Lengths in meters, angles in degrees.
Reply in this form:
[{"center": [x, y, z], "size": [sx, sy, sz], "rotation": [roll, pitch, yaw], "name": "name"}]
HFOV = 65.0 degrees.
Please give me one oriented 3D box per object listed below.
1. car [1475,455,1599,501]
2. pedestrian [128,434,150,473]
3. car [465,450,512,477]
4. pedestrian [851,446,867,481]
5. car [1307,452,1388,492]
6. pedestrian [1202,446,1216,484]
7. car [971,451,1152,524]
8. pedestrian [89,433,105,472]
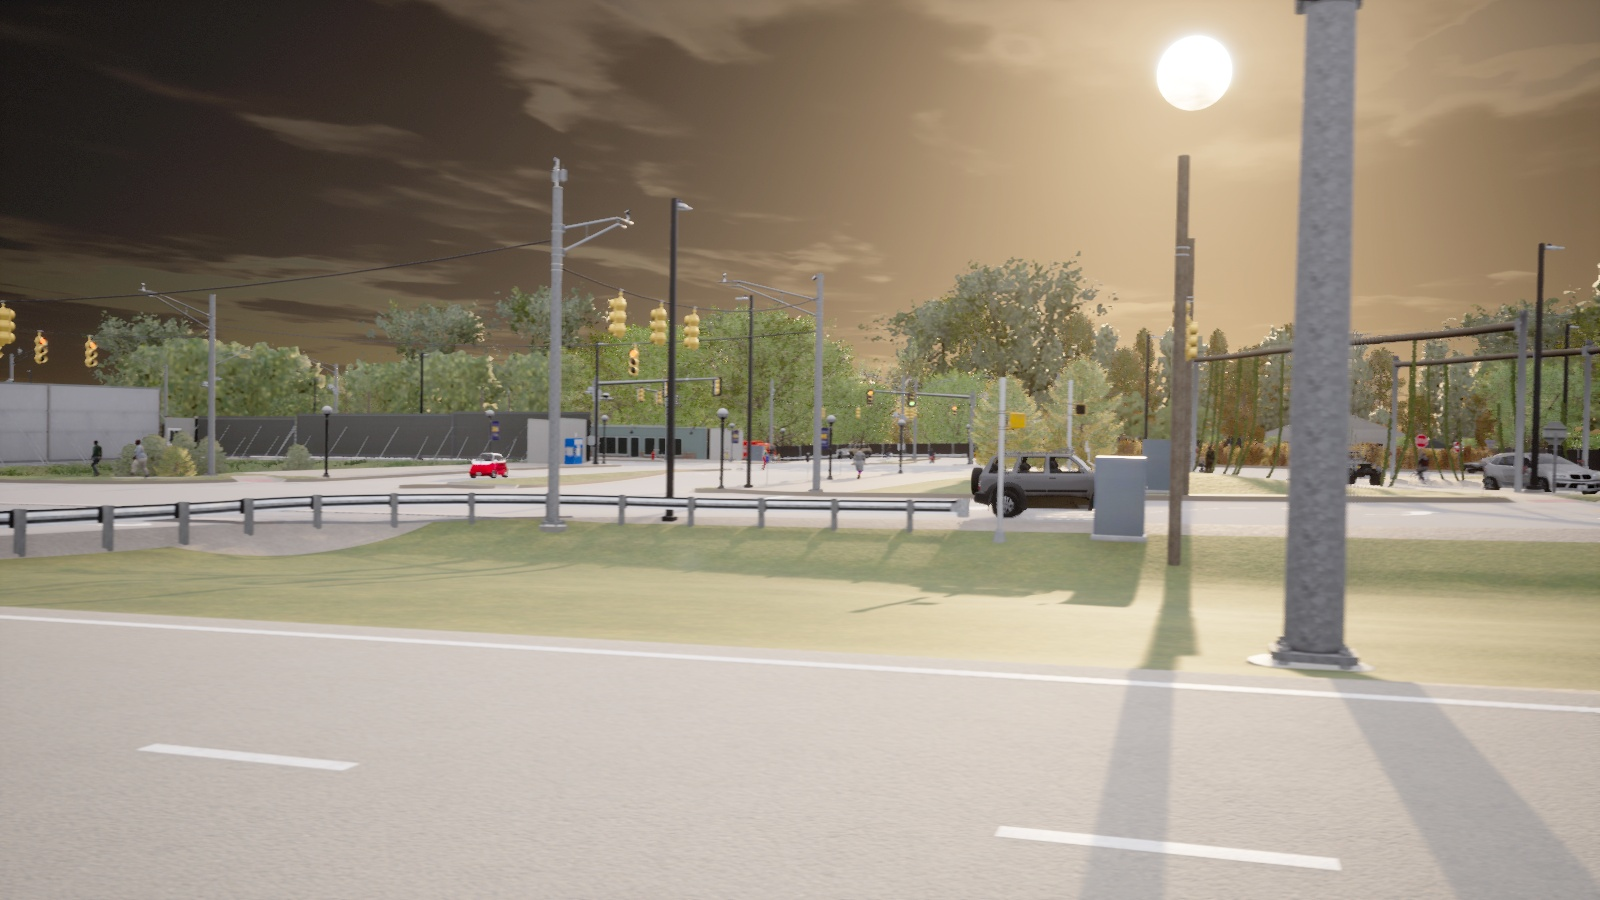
[{"center": [29.227, 1.075, 49.609], "size": [2.242, 1.667, 4.611], "rotation": [1, -1, -7], "name": "car"}, {"center": [-31.506, 0.159, 59.855], "size": [0.900, 1.855, 0.874], "rotation": [1, 1, -26], "name": "pedestrian"}, {"center": [-16.596, 0.714, 67.008], "size": [1.481, 1.376, 2.207], "rotation": [1, 0, 18], "name": "car"}, {"center": [3.398, 0.776, 72.648], "size": [0.659, 1.952, 0.873], "rotation": [2, 1, 19], "name": "pedestrian"}, {"center": [27.348, 1.062, 62.815], "size": [1.905, 1.878, 3.866], "rotation": [1, 0, -8], "name": "car"}, {"center": [21.549, 0.781, 66.213], "size": [0.395, 1.930, 0.692], "rotation": [1, 1, -6], "name": "pedestrian"}, {"center": [7.055, 0.961, 33.803], "size": [4.605, 1.855, 1.932], "rotation": [0, 1, 18], "name": "car"}, {"center": [-34.329, 0.118, 61.290], "size": [0.614, 1.847, 0.353], "rotation": [2, 1, 20], "name": "pedestrian"}]
